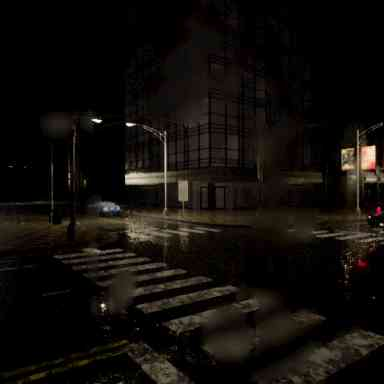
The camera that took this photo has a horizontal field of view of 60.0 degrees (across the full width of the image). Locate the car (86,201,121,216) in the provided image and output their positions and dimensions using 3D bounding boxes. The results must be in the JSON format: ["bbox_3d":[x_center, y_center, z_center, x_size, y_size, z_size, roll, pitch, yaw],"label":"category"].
[{"bbox_3d":[-8.785,1.596,32.820,2.033,1.411,5.357,0,0,-35],"label":"car"}]

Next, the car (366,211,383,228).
[{"bbox_3d":[12.960,1.604,20.811,4.718,1.301,1.895,0,0,-35],"label":"car"}]

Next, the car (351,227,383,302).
[{"bbox_3d":[5.309,1.564,7.182,4.181,1.385,1.994,0,0,-35],"label":"car"}]
